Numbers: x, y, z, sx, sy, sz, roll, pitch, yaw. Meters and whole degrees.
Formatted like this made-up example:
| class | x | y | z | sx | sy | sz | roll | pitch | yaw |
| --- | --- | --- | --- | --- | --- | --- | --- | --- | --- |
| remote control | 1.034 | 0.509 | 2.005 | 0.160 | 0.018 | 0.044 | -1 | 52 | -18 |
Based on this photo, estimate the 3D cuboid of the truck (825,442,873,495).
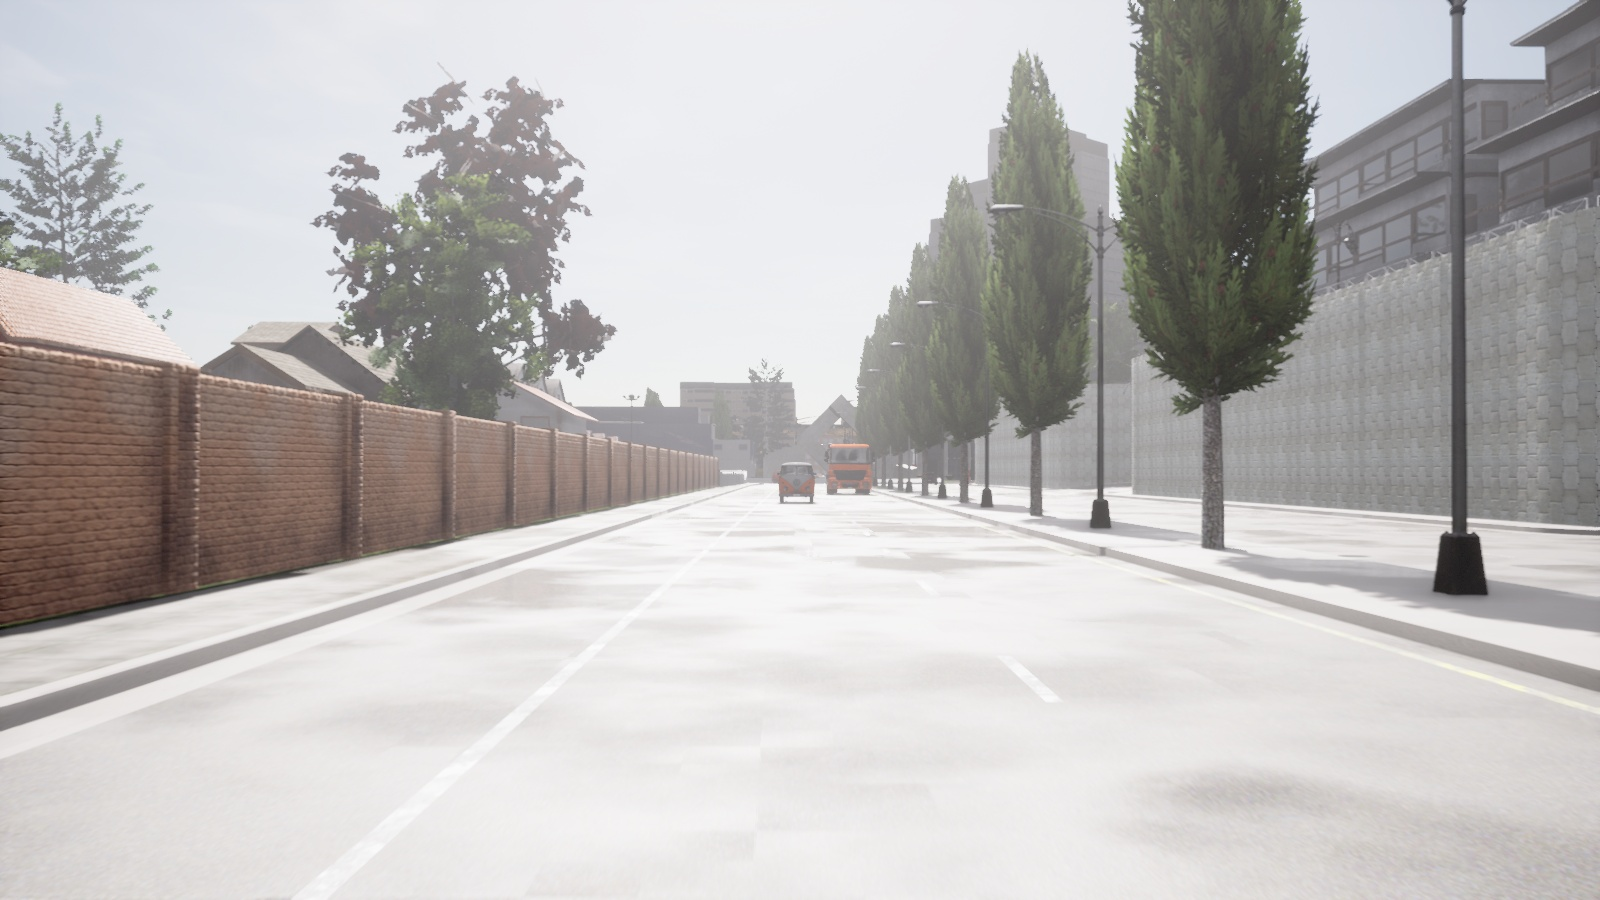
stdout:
| class | x | y | z | sx | sy | sz | roll | pitch | yaw |
| --- | --- | --- | --- | --- | --- | --- | --- | --- | --- |
| truck | 3.288 | 1.263 | 86.215 | 2.891 | 3.462 | 7.936 | 0 | -1 | 0 |

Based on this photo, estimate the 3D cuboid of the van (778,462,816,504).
| class | x | y | z | sx | sy | sz | roll | pitch | yaw |
| --- | --- | --- | --- | --- | --- | --- | --- | --- | --- |
| van | -0.150 | 1.600 | 61.651 | 1.775 | 1.987 | 4.442 | 0 | -1 | 0 |
